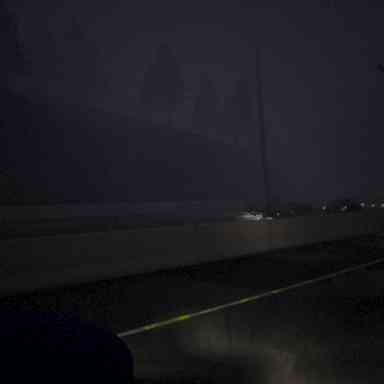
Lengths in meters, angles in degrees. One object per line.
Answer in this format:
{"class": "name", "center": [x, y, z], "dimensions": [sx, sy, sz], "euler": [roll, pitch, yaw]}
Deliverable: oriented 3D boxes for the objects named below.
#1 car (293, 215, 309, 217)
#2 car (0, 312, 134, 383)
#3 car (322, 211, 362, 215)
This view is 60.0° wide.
{"class": "car", "center": [9.290, 1.542, 30.328], "dimensions": [5.357, 1.411, 2.033], "euler": [0, 0, -44]}
{"class": "car", "center": [-2.742, 1.484, 1.885], "dimensions": [5.008, 1.535, 1.882], "euler": [0, 0, -35]}
{"class": "car", "center": [13.356, 1.338, 29.480], "dimensions": [2.097, 1.767, 4.553], "euler": [0, 0, 45]}
